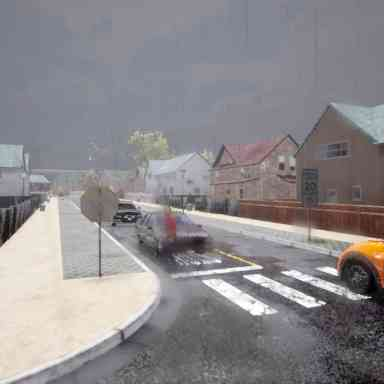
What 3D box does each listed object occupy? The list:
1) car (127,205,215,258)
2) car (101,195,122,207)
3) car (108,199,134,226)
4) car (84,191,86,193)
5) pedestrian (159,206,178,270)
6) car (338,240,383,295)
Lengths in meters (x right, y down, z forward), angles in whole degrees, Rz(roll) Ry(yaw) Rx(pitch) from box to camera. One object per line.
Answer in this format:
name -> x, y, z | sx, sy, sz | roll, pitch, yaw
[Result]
car -> -0.948, 1.472, 12.969 | 2.033, 1.411, 5.357 | 0, 0, -20
car -> -11.368, 1.207, 46.545 | 2.033, 1.411, 5.357 | 0, 0, -22
car -> -4.630, 1.358, 22.144 | 1.837, 1.490, 4.892 | 0, 0, -22
car -> -12.552, 0.915, 41.774 | 2.150, 2.045, 5.566 | 0, 0, -21
pedestrian -> -0.618, 1.244, 9.256 | 0.375, 1.860, 0.375 | 1, 0, -22
car -> 5.028, 1.332, 6.209 | 2.097, 1.767, 4.553 | 0, 0, -22
